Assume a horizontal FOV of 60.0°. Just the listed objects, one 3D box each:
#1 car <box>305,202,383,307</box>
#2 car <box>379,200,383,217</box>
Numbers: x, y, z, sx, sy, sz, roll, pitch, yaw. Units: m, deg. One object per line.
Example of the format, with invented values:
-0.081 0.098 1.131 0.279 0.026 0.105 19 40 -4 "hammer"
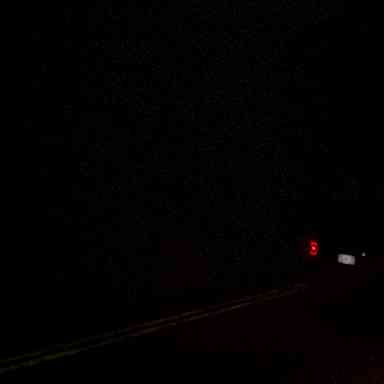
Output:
4.785 1.226 7.161 5.566 2.045 2.150 0 0 -36 "car"
19.699 1.512 30.942 4.902 1.511 2.128 0 0 -35 "car"
